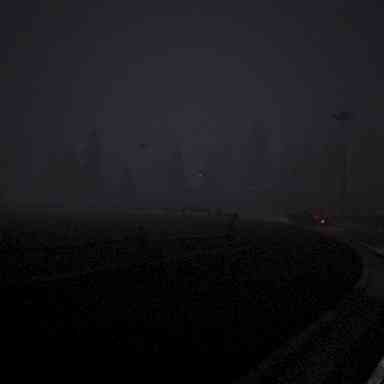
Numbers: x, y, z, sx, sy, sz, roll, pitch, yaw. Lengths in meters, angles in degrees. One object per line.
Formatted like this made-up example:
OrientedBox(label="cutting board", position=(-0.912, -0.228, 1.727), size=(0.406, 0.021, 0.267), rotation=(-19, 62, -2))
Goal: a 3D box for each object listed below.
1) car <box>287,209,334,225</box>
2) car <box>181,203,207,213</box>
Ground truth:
OrientedBox(label="car", position=(10.150, 2.128, 29.001), size=(1.895, 1.301, 4.718), rotation=(0, -1, -10))
OrientedBox(label="car", position=(0.290, 2.442, 52.255), size=(1.837, 1.490, 4.892), rotation=(3, -2, -43))
